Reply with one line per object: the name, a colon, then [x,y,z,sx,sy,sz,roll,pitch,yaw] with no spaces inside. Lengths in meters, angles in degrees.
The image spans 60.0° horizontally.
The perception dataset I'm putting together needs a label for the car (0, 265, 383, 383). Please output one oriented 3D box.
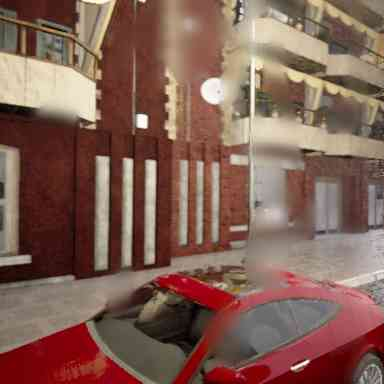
car: [0.130,1.534,3.162,4.674,1.442,1.812,0,0,-35]
